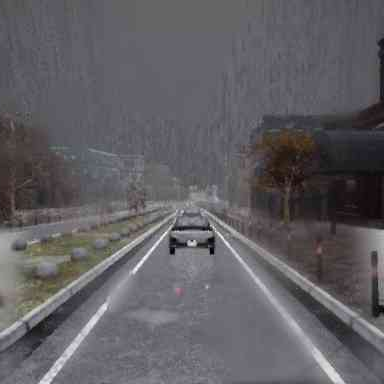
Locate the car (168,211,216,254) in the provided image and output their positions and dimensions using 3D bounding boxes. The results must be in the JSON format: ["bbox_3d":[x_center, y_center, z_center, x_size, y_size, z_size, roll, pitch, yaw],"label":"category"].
[{"bbox_3d":[0.000,1.775,14.672,2.128,1.511,4.902,0,-2,0],"label":"car"}]

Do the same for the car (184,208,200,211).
[{"bbox_3d":[0.000,2.203,29.677,2.128,1.511,4.902,0,-2,0],"label":"car"}]
